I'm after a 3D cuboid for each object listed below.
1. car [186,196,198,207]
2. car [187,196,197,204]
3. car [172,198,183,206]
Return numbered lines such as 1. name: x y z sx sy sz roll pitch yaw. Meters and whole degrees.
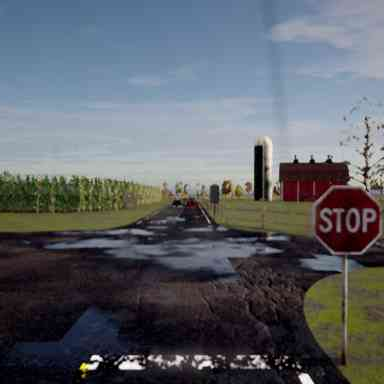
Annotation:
1. car: 0.009 1.856 60.554 1.837 1.490 4.892 0 0 0
2. car: 0.007 1.703 70.960 2.097 1.767 4.553 0 0 0
3. car: -2.741 1.946 65.168 1.994 1.385 4.181 0 0 0
